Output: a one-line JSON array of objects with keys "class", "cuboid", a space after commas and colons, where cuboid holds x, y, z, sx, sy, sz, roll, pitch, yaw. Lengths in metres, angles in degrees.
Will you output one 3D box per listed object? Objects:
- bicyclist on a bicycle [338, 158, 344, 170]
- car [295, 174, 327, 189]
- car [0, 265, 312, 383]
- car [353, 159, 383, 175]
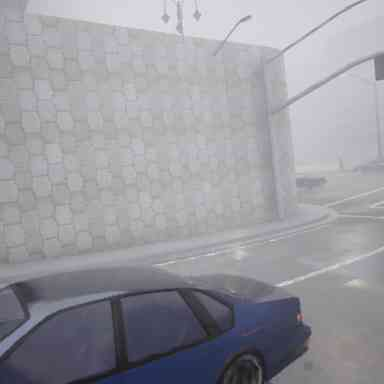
[{"class": "bicyclist on a bicycle", "cuboid": [20.061, -3.821, 44.865, 1.656, 1.620, 0.582, -11, 6, -35]}, {"class": "car", "cuboid": [10.006, -1.015, 30.947, 1.895, 1.301, 4.718, -11, 6, -35]}, {"class": "car", "cuboid": [-1.104, 1.545, 3.212, 5.357, 1.411, 2.033, -1, 0, -35]}, {"class": "car", "cuboid": [19.738, -2.736, 35.477, 1.837, 1.490, 4.892, -11, 6, -35]}]
